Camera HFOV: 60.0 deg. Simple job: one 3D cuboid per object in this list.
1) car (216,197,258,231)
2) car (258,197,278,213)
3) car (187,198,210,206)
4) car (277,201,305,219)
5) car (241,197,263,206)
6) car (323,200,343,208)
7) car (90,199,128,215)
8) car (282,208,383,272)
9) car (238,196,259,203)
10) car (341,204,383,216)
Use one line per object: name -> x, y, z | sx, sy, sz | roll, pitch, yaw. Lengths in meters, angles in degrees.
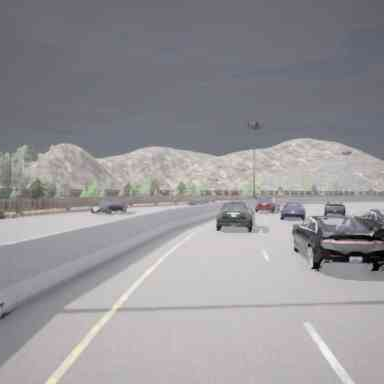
car -> 2.853, 1.364, 20.923 | 2.097, 1.767, 4.553 | 0, 0, 13
car -> 8.691, 1.389, 37.885 | 2.097, 1.767, 4.553 | 0, 0, 24
car -> 0.922, 1.568, 46.314 | 1.994, 1.385, 4.181 | 0, 0, 27
car -> 8.878, 1.602, 29.025 | 1.994, 1.385, 4.181 | 0, 0, 19
car -> 9.924, 1.549, 54.893 | 1.837, 1.490, 4.892 | 0, -1, 33
car -> 14.040, 1.551, 32.706 | 2.128, 1.511, 4.902 | 0, 0, 22
car -> -8.270, 1.456, 33.472 | 2.128, 1.511, 4.902 | 0, 0, 19
car -> 4.506, 1.511, 10.908 | 2.128, 1.511, 4.902 | 0, 0, 7
car -> 11.777, 1.534, 69.019 | 2.128, 1.511, 4.902 | 0, 0, 41
car -> 8.755, 1.529, 15.278 | 2.128, 1.511, 4.902 | 0, 0, 11
